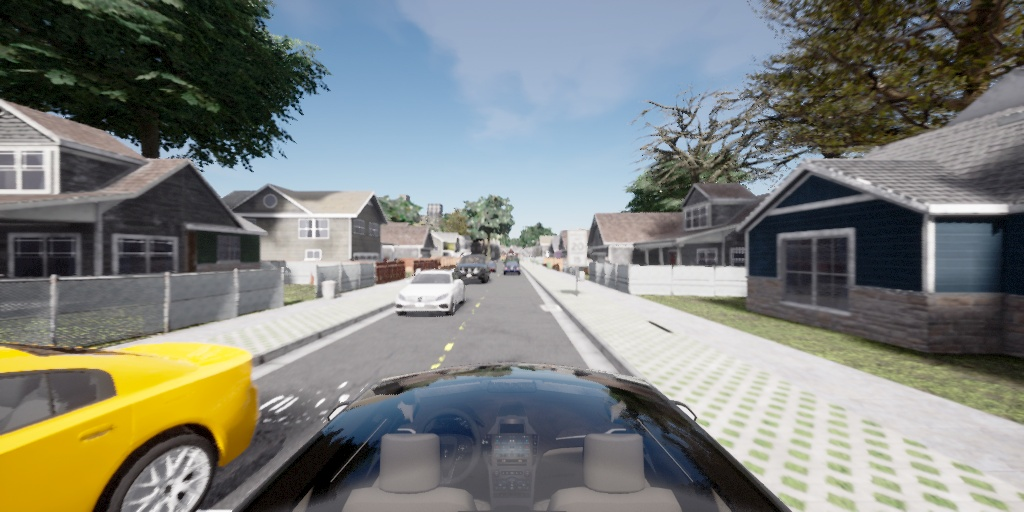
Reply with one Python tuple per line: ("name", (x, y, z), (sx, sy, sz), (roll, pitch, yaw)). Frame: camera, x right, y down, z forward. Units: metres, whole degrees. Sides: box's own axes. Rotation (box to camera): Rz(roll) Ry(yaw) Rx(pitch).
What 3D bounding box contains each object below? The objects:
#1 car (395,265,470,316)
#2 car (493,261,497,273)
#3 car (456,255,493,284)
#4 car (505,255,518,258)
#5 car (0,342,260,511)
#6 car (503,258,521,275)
("car", (-2.850, 1.251, 13.414), (1.812, 1.442, 4.674), (0, 0, 0))
("car", (-2.761, 1.245, 42.826), (2.033, 1.411, 5.357), (0, 0, 0))
("car", (-2.847, 0.921, 26.722), (2.150, 2.045, 5.566), (0, 0, 0))
("car", (-0.010, 0.920, 48.474), (2.150, 2.045, 5.566), (0, 0, 0))
("car", (-3.595, 1.228, 1.295), (1.882, 1.535, 5.008), (0, 0, 10))
("car", (-0.010, 1.242, 37.823), (2.033, 1.411, 5.357), (0, 0, 0))
